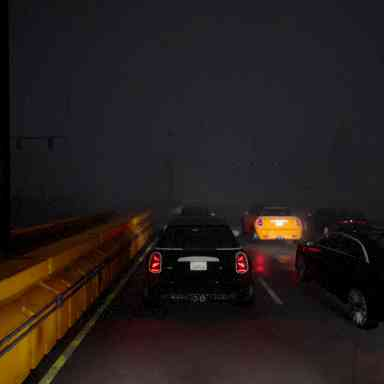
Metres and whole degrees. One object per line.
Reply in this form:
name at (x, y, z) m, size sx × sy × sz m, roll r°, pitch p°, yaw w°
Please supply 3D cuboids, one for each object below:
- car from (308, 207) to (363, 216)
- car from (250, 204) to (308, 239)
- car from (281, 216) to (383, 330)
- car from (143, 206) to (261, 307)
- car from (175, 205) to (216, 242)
car at (7.157, 1.504, 16.852) m, size 1.837 × 1.490 × 4.892 m, roll 0°, pitch 0°, yaw 0°
car at (3.655, 1.352, 15.983) m, size 2.097 × 1.767 × 4.553 m, roll 0°, pitch 0°, yaw 0°
car at (3.621, 1.491, 6.872) m, size 2.128 × 1.511 × 4.902 m, roll 0°, pitch 0°, yaw 0°
car at (0.125, 1.352, 8.112) m, size 2.097 × 1.767 × 4.553 m, roll 0°, pitch 0°, yaw 0°
car at (0.158, 1.504, 17.288) m, size 1.837 × 1.490 × 4.892 m, roll 0°, pitch 0°, yaw 0°
